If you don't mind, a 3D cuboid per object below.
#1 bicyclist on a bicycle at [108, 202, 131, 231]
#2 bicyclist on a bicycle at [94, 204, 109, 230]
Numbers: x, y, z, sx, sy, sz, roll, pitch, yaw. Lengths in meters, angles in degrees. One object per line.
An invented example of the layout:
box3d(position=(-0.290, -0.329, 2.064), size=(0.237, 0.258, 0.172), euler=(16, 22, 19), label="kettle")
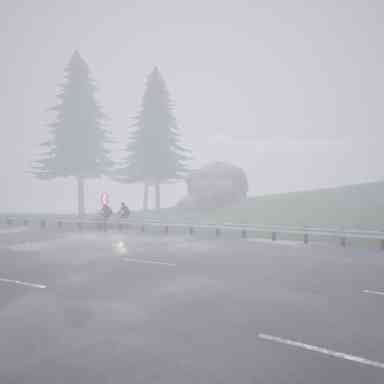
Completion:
box3d(position=(-3.948, 1.436, 19.306), size=(0.582, 1.620, 1.656), euler=(0, -5, 23), label="bicyclist on a bicycle")
box3d(position=(-5.127, 1.422, 19.696), size=(0.582, 1.620, 1.656), euler=(0, -3, 36), label="bicyclist on a bicycle")
